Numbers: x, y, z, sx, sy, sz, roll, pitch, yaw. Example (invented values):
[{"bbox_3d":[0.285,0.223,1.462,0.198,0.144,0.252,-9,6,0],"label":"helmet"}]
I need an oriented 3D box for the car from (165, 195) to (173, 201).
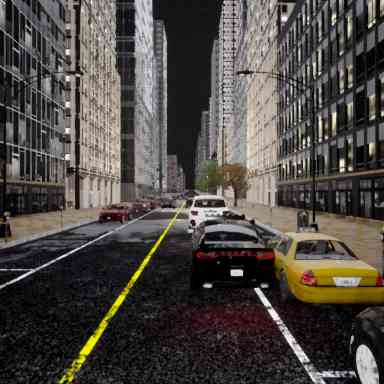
[{"bbox_3d":[-5.641,1.408,81.561,1.752,1.417,4.829,1,0,0],"label":"car"}]

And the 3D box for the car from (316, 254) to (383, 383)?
[{"bbox_3d":[2.696,1.551,2.259,2.008,1.369,4.403,0,0,0],"label":"car"}]

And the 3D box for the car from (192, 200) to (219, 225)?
[{"bbox_3d":[0.912,1.466,25.172,1.882,1.535,5.008,0,0,0],"label":"car"}]

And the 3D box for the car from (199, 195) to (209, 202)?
[{"bbox_3d":[2.736,1.463,76.033,1.947,1.339,4.313,1,0,0],"label":"car"}]

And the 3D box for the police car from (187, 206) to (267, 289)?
[{"bbox_3d":[0.904,1.424,9.282,1.930,1.638,5.238,0,0,0],"label":"police car"}]

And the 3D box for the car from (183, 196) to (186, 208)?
[{"bbox_3d":[0.036,1.467,46.038,1.837,1.490,4.892,0,0,0],"label":"car"}]

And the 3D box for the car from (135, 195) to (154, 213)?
[{"bbox_3d":[-5.665,1.416,36.327,1.967,1.590,4.097,0,0,0],"label":"car"}]

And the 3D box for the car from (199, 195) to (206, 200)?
[{"bbox_3d":[2.742,1.410,87.383,1.887,1.381,4.507,1,0,0],"label":"car"}]

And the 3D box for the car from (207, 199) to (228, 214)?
[{"bbox_3d":[2.715,1.542,36.310,1.947,1.339,4.313,0,0,0],"label":"car"}]

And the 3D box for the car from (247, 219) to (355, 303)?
[{"bbox_3d":[2.700,1.524,8.105,1.752,1.417,4.829,0,0,0],"label":"car"}]

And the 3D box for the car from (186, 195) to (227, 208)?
[{"bbox_3d":[0.910,1.218,19.202,2.150,2.045,5.566,0,0,0],"label":"car"}]

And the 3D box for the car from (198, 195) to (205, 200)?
[{"bbox_3d":[2.745,1.430,93.056,1.802,1.307,4.206,1,0,0],"label":"car"}]

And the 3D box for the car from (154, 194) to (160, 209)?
[{"bbox_3d":[-5.661,1.284,42.002,2.192,1.841,5.009,0,0,0],"label":"car"}]

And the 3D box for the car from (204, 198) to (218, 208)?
[{"bbox_3d":[2.720,1.542,47.659,1.802,1.307,4.206,1,0,0],"label":"car"}]

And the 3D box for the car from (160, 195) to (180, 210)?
[{"bbox_3d":[-2.979,1.514,43.155,2.033,1.411,5.357,0,0,0],"label":"car"}]

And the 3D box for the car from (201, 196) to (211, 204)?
[{"bbox_3d":[2.730,1.451,64.853,1.752,1.417,4.829,1,0,0],"label":"car"}]

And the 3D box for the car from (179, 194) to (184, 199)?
[{"bbox_3d":[-2.956,1.384,89.702,1.812,1.442,4.674,0,0,0],"label":"car"}]

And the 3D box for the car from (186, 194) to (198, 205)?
[{"bbox_3d":[0.030,1.289,59.625,2.097,1.767,4.553,0,0,0],"label":"car"}]

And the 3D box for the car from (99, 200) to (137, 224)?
[{"bbox_3d":[-5.672,1.533,24.974,1.887,1.381,4.507,0,0,0],"label":"car"}]

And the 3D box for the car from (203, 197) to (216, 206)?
[{"bbox_3d":[2.724,1.532,53.333,1.802,1.307,4.206,1,0,0],"label":"car"}]
